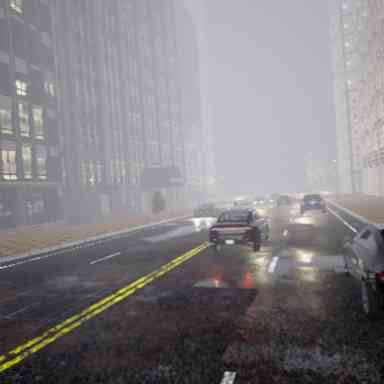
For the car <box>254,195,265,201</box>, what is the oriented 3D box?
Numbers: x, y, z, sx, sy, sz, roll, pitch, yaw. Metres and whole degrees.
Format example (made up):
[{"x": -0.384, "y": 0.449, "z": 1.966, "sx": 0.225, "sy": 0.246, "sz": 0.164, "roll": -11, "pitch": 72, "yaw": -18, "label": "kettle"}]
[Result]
[{"x": 14.492, "y": 1.266, "z": 71.777, "sx": 1.895, "sy": 1.301, "sz": 4.718, "roll": -4, "pitch": 0, "yaw": 18, "label": "car"}]

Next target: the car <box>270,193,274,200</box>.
[{"x": 18.098, "y": 0.947, "z": 72.354, "sx": 1.837, "sy": 1.490, "sz": 4.892, "roll": -4, "pitch": 0, "yaw": 18, "label": "car"}]

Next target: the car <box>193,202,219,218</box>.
[{"x": 1.540, "y": 1.762, "z": 33.329, "sx": 1.994, "sy": 1.385, "sz": 4.181, "roll": -4, "pitch": -1, "yaw": 19, "label": "car"}]

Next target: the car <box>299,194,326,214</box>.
[{"x": 10.680, "y": 0.925, "z": 29.573, "sx": 2.097, "sy": 1.767, "sz": 4.553, "roll": -4, "pitch": -1, "yaw": 19, "label": "car"}]

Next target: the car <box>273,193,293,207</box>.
[{"x": 12.385, "y": 1.119, "z": 44.707, "sx": 1.812, "sy": 1.442, "sz": 4.674, "roll": -4, "pitch": 0, "yaw": 18, "label": "car"}]

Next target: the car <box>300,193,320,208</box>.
[{"x": 14.082, "y": 0.989, "z": 39.749, "sx": 2.033, "sy": 1.411, "sz": 5.357, "roll": -4, "pitch": 0, "yaw": 19, "label": "car"}]

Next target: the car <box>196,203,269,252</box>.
[{"x": 2.072, "y": 1.484, "z": 13.861, "sx": 2.128, "sy": 1.511, "sz": 4.902, "roll": -4, "pitch": 0, "yaw": 18, "label": "car"}]

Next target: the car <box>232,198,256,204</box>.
[{"x": 4.778, "y": 1.585, "z": 32.781, "sx": 1.895, "sy": 1.301, "sz": 4.718, "roll": -4, "pitch": -1, "yaw": 19, "label": "car"}]

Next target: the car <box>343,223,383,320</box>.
[{"x": 4.130, "y": 1.319, "z": 6.514, "sx": 1.812, "sy": 1.442, "sz": 4.674, "roll": -4, "pitch": -1, "yaw": 18, "label": "car"}]
